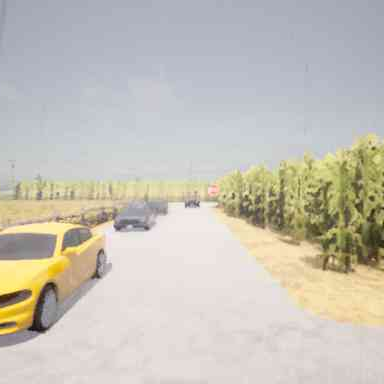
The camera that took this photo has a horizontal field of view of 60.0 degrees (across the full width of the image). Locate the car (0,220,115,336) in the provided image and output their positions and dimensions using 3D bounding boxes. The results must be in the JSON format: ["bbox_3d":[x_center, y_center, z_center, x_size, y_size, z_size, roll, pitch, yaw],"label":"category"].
[{"bbox_3d":[-3.197,1.418,6.899,1.882,1.535,5.008,0,0,0],"label":"car"}]

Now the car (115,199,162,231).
[{"bbox_3d":[-3.189,1.379,19.756,2.033,1.411,5.357,0,0,0],"label":"car"}]

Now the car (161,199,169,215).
[{"bbox_3d":[-3.154,1.309,30.033,1.994,1.385,4.181,0,0,0],"label":"car"}]

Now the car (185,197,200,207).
[{"bbox_3d":[0.047,1.239,42.595,1.895,1.301,4.718,0,0,0],"label":"car"}]
